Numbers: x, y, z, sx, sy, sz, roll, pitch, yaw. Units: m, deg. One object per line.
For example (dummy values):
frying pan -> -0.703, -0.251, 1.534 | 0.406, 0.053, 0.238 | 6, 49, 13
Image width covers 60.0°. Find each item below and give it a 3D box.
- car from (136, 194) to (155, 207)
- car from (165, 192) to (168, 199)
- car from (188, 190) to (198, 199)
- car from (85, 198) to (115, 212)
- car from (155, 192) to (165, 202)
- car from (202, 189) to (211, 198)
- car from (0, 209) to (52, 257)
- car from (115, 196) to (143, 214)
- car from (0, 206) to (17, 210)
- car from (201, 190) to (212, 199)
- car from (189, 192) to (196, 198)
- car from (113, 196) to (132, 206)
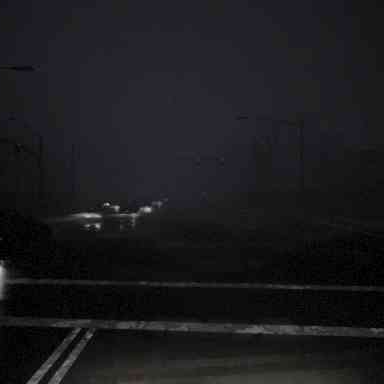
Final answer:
car -> -6.980, 1.433, 48.846 | 1.895, 1.301, 4.718 | 0, 1, 0
car -> -6.809, 0.757, 80.529 | 1.882, 1.535, 5.008 | 0, 1, 0
car -> 0.181, 0.604, 76.503 | 2.150, 2.045, 5.566 | 0, 1, 0
car -> -10.510, 1.435, 37.295 | 2.128, 1.511, 4.902 | 0, 0, 0
car -> -6.884, 1.200, 65.289 | 1.895, 1.301, 4.718 | 0, 1, 1
car -> 3.708, 0.377, 87.560 | 2.150, 2.045, 5.566 | 0, 1, 0
car -> -7.074, 1.564, 12.785 | 1.994, 1.385, 4.181 | 0, 0, 0
car -> -6.664, 1.498, 35.546 | 2.033, 1.411, 5.357 | 0, 0, -6
car -> -10.563, 1.491, 17.523 | 2.128, 1.511, 4.902 | 0, 0, 0
car -> 3.685, 0.909, 77.567 | 1.994, 1.385, 4.181 | 0, 1, 0
car -> 0.207, 0.684, 87.179 | 1.812, 1.442, 4.674 | 0, 1, 0
car -> -10.472, 1.378, 50.590 | 1.994, 1.385, 4.181 | 0, 1, 0
